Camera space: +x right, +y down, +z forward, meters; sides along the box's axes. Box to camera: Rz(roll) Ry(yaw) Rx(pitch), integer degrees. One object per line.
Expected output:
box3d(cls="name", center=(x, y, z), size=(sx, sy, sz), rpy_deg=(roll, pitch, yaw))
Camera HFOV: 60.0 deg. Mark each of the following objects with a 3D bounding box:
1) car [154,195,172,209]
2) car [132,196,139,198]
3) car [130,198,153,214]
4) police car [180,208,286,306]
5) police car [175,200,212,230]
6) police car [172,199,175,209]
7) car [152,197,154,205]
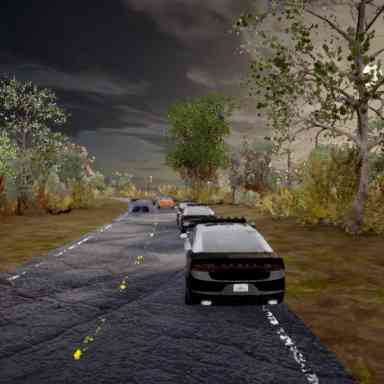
box3d(cls="car", center=(-3.686, 1.348, 45.655), size=(2.097, 1.767, 4.553), rpy_deg=(0, 0, -9))
box3d(cls="car", center=(-12.107, 1.594, 71.283), size=(1.895, 1.301, 4.718), rpy_deg=(0, 0, -14))
box3d(cls="car", center=(-5.433, 1.598, 35.744), size=(1.895, 1.301, 4.718), rpy_deg=(0, 0, -7))
box3d(cls="police car", center=(0.745, 1.425, 8.244), size=(1.930, 1.638, 5.238), rpy_deg=(0, 0, -2))
box3d(cls="police car", center=(0.241, 1.424, 18.310), size=(1.930, 1.638, 5.238), rpy_deg=(0, 0, -4))
box3d(cls="police car", center=(-0.221, 1.423, 24.340), size=(1.930, 1.638, 5.238), rpy_deg=(0, 0, -5))
box3d(cls="car", center=(-5.860, 1.346, 57.952), size=(2.097, 1.767, 4.553), rpy_deg=(0, 0, -12))
